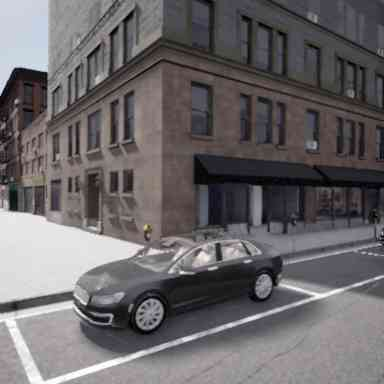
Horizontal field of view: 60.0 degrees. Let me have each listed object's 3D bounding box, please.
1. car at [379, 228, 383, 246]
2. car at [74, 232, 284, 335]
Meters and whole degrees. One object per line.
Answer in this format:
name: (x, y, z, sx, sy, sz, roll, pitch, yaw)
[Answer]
car: (9.093, 1.460, 13.125, 4.403, 1.369, 2.008, 0, 1, -35)
car: (-0.039, 1.529, 6.610, 4.403, 1.369, 2.008, 0, 1, -35)
